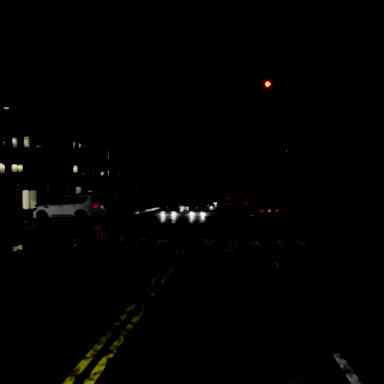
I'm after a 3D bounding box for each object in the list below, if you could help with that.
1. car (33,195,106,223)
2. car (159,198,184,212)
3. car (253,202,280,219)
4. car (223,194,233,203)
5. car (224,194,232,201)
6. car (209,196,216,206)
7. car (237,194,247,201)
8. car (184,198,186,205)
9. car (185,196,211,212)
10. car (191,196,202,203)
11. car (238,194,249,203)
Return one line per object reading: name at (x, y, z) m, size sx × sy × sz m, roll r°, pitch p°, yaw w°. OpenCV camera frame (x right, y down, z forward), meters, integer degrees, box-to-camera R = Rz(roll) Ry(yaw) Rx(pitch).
car at (-9.523, 1.288, 26.013) m, size 5.566 × 2.045 × 2.150 m, roll -2°, pitch 0°, yaw 12°
car at (-2.506, 1.544, 38.874) m, size 1.994 × 1.385 × 4.181 m, roll 0°, pitch 0°, yaw 6°
car at (6.375, 1.533, 28.611) m, size 2.033 × 1.411 × 5.357 m, roll 0°, pitch 0°, yaw 6°
car at (7.435, 1.463, 68.999) m, size 1.837 × 1.490 × 4.892 m, roll 0°, pitch 0°, yaw 6°
car at (8.572, 1.260, 79.355) m, size 1.882 × 1.535 × 5.008 m, roll 0°, pitch 0°, yaw 6°
car at (2.454, 1.447, 54.175) m, size 1.882 × 1.535 × 5.008 m, roll 0°, pitch 0°, yaw 6°
car at (11.803, 1.308, 79.001) m, size 2.128 × 1.511 × 4.902 m, roll 0°, pitch 0°, yaw 6°
car at (-0.732, 1.570, 54.944) m, size 1.895 × 1.301 × 4.718 m, roll 0°, pitch 0°, yaw 6°
car at (0.730, 1.544, 38.572) m, size 1.994 × 1.385 × 4.181 m, roll 0°, pitch 0°, yaw 6°
car at (0.936, 1.483, 69.336) m, size 1.812 × 1.442 × 4.674 m, roll 0°, pitch 0°, yaw 6°
car at (10.715, 1.546, 69.089) m, size 1.895 × 1.301 × 4.718 m, roll 0°, pitch 0°, yaw 6°
